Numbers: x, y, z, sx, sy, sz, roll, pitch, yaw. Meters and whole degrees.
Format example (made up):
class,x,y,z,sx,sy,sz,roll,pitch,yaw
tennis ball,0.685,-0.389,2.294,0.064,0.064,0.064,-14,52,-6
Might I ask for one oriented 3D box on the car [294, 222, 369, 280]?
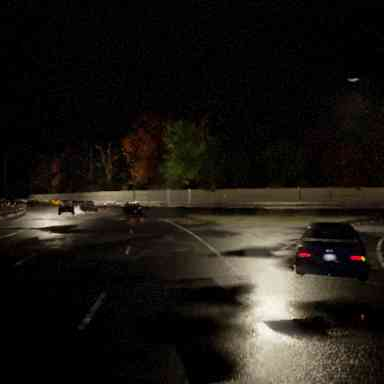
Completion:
class,x,y,z,sx,sy,sz,roll,pitch,yaw
car,4.266,1.633,10.302,2.033,1.411,5.357,-1,-1,23

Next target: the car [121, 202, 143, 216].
class,x,y,z,sx,sy,sz,roll,pitch,yaw
car,-6.934,1.940,38.287,2.128,1.511,4.902,0,-1,-20

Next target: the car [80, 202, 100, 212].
class,x,y,z,sx,sy,sz,roll,pitch,yaw
car,-15.220,2.173,48.828,1.994,1.385,4.181,0,-1,-26

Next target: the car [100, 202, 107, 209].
class,x,y,z,sx,sy,sz,roll,pitch,yaw
car,-16.501,2.318,58.288,1.895,1.301,4.718,0,-1,-31

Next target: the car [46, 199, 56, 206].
class,x,y,z,sx,sy,sz,roll,pitch,yaw
car,-33.388,2.525,80.014,5.008,1.535,1.882,-1,-1,43

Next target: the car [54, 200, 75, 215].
class,x,y,z,sx,sy,sz,roll,pitch,yaw
car,-16.031,2.036,42.308,2.128,1.511,4.902,0,-1,-23
